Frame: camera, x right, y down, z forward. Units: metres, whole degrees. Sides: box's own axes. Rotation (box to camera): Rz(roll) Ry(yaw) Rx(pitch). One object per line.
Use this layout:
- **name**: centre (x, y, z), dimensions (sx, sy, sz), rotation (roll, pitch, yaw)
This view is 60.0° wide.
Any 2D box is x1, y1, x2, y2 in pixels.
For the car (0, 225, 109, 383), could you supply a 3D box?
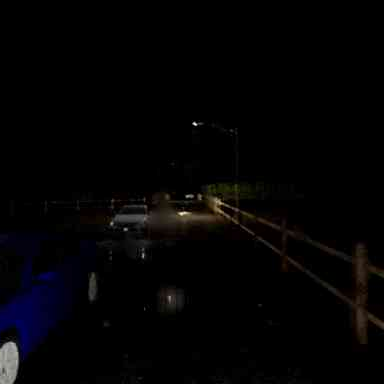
- **car**: centre (-2.880, 1.432, 5.085), dimensions (1.882, 1.535, 5.008), rotation (0, 0, 0)

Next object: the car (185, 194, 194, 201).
- **car**: centre (-0.505, 1.345, 71.891), dimensions (1.895, 1.301, 4.718), rotation (0, 0, 0)

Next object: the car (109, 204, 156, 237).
- **car**: centre (-2.954, 1.384, 17.160), dimensions (1.812, 1.442, 4.674), rotation (0, 0, 0)

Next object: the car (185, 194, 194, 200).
- **car**: centre (-0.576, 1.214, 81.872), dimensions (2.128, 1.511, 4.902), rotation (0, 0, 0)
